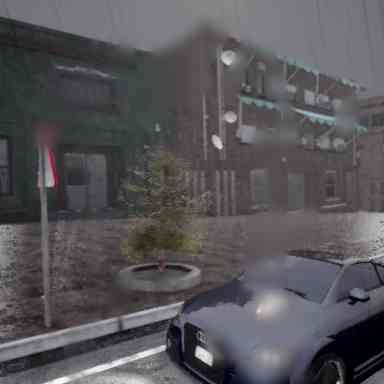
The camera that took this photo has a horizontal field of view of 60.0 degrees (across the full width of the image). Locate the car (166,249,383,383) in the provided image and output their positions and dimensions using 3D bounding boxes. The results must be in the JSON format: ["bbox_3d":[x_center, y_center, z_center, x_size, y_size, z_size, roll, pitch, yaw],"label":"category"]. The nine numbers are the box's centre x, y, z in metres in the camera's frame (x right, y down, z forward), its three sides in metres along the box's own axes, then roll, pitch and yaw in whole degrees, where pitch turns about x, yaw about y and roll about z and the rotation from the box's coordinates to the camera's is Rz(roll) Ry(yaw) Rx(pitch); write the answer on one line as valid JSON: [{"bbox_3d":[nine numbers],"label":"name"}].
[{"bbox_3d":[1.722,1.584,4.770,4.181,1.385,1.994,0,0,-37],"label":"car"}]
